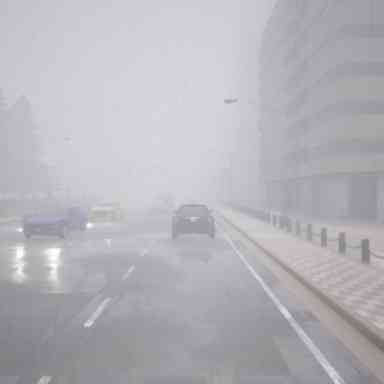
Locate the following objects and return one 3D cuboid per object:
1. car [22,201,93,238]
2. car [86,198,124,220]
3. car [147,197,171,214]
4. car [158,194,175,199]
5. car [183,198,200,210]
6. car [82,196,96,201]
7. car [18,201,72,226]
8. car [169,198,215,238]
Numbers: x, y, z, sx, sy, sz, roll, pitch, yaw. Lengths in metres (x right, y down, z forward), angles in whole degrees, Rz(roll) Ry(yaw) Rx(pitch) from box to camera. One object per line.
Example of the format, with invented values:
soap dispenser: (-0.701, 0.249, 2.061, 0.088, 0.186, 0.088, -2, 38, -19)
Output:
car: (-7.128, 1.483, 17.869, 1.882, 1.535, 5.008, 0, 0, 0)
car: (-7.101, 1.484, 28.176, 1.882, 1.535, 5.008, 0, 0, 0)
car: (-3.582, 1.531, 35.624, 1.812, 1.442, 4.674, 0, 0, 0)
car: (-3.600, 1.230, 46.219, 2.150, 2.045, 5.566, 0, 0, 0)
car: (-0.042, 1.569, 42.882, 1.994, 1.385, 4.181, 0, 0, 0)
car: (-10.580, 1.360, 34.663, 2.097, 1.767, 4.553, 0, 0, 0)
car: (-10.620, 1.512, 24.498, 1.837, 1.490, 4.892, 0, 0, 0)
car: (0.060, 1.354, 17.876, 2.097, 1.767, 4.553, 0, 0, 0)
